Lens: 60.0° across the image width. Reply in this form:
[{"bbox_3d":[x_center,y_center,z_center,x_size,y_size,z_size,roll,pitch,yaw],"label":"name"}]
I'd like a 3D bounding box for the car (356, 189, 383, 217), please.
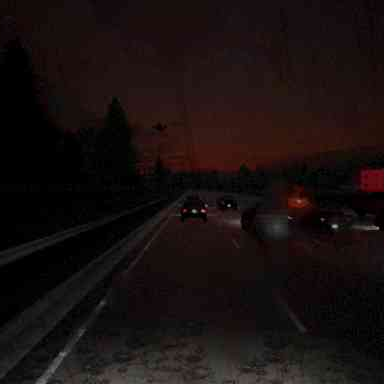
[{"bbox_3d":[14.139,0.955,24.318,2.150,2.045,5.566,0,1,0],"label":"car"}]

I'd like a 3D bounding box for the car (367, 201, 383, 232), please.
[{"bbox_3d":[10.625,1.379,15.313,2.033,1.411,5.357,0,1,0],"label":"car"}]

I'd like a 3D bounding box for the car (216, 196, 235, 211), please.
[{"bbox_3d":[3.655,1.144,34.917,1.812,1.442,4.674,0,1,0],"label":"car"}]

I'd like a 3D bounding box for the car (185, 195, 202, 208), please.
[{"bbox_3d":[0.165,1.117,40.925,1.994,1.385,4.181,0,1,0],"label":"car"}]

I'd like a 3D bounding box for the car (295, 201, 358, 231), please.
[{"bbox_3d":[7.130,1.395,18.793,1.895,1.301,4.718,0,1,0],"label":"car"}]

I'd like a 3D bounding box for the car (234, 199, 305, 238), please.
[{"bbox_3d":[3.627,1.310,16.506,2.128,1.511,4.902,0,1,0],"label":"car"}]

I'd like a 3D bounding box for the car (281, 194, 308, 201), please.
[{"bbox_3d":[10.658,0.967,35.167,2.097,1.767,4.553,0,1,0],"label":"car"}]

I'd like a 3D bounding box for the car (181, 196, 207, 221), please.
[{"bbox_3d":[0.139,1.280,24.402,2.033,1.411,5.357,0,1,0],"label":"car"}]
